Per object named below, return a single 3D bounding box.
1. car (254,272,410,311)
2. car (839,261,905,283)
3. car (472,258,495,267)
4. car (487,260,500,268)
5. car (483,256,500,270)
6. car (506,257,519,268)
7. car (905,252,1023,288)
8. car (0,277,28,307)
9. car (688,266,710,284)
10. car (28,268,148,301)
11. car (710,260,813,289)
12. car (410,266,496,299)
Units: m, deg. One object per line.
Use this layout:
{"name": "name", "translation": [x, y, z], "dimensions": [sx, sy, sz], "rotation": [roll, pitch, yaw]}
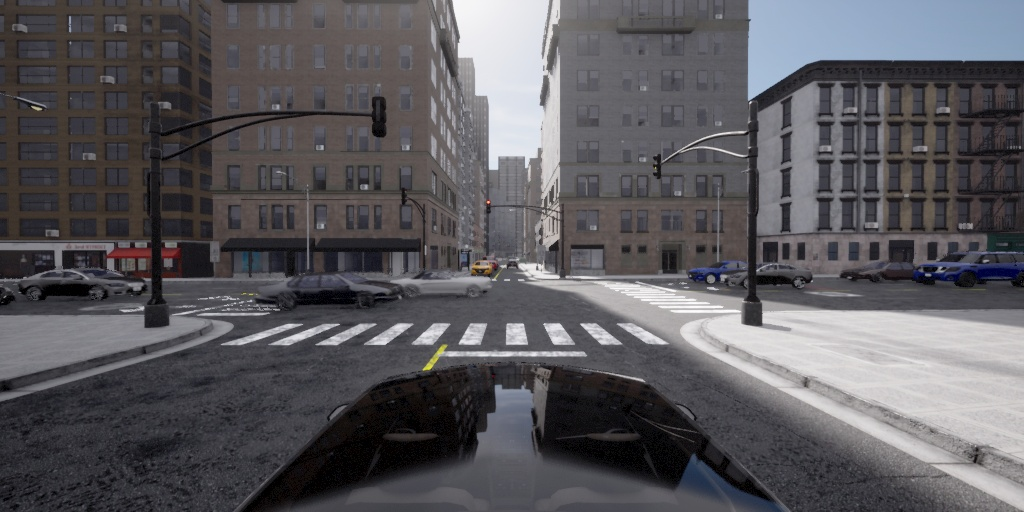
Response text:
{"name": "car", "translation": [-7.178, 1.337, 14.358], "dimensions": [5.357, 1.411, 2.033], "rotation": [-1, 1, 0]}
{"name": "car", "translation": [25.681, 1.070, 24.481], "dimensions": [5.357, 1.411, 2.033], "rotation": [0, 1, -1]}
{"name": "car", "translation": [-3.119, 1.233, 37.576], "dimensions": [1.882, 1.535, 5.008], "rotation": [0, 0, 0]}
{"name": "car", "translation": [-3.126, 1.381, 62.041], "dimensions": [1.895, 1.301, 4.718], "rotation": [0, 0, 1]}
{"name": "car", "translation": [-3.128, 0.986, 48.818], "dimensions": [2.150, 2.045, 5.566], "rotation": [0, 0, 0]}
{"name": "car", "translation": [0.058, 1.282, 60.571], "dimensions": [1.837, 1.490, 4.892], "rotation": [0, 0, 0]}
{"name": "car", "translation": [27.380, 0.770, 21.232], "dimensions": [5.566, 2.045, 2.150], "rotation": [0, 1, -1]}
{"name": "car", "translation": [-22.843, 1.466, 14.273], "dimensions": [4.181, 1.385, 1.994], "rotation": [0, 1, 0]}
{"name": "car", "translation": [14.647, 1.076, 24.420], "dimensions": [5.008, 1.535, 1.882], "rotation": [0, 1, 0]}
{"name": "car", "translation": [-20.799, 1.349, 17.533], "dimensions": [4.902, 1.511, 2.128], "rotation": [0, 1, 0]}
{"name": "car", "translation": [14.885, 1.123, 21.171], "dimensions": [4.902, 1.511, 2.128], "rotation": [0, 1, 0]}
{"name": "car", "translation": [-3.335, 1.335, 17.637], "dimensions": [4.718, 1.301, 1.895], "rotation": [0, 0, 0]}
